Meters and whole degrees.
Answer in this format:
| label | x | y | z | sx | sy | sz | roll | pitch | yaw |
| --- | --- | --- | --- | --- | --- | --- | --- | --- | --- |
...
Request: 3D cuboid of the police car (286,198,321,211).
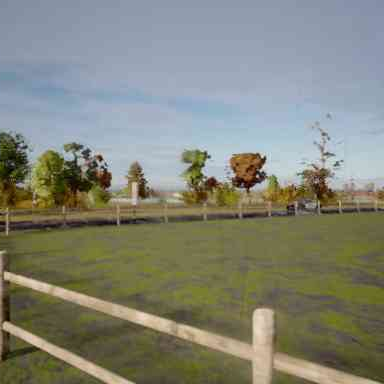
| label | x | y | z | sx | sy | sz | roll | pitch | yaw |
| --- | --- | --- | --- | --- | --- | --- | --- | --- | --- |
| police car | 13.720 | 1.604 | 41.294 | 4.974 | 1.542 | 2.038 | 0 | 0 | -33 |
